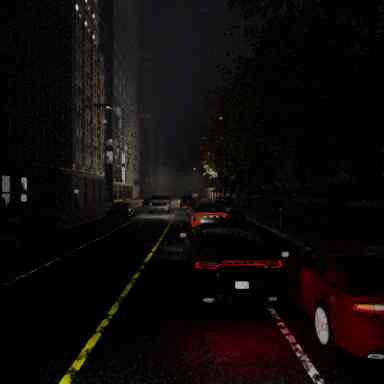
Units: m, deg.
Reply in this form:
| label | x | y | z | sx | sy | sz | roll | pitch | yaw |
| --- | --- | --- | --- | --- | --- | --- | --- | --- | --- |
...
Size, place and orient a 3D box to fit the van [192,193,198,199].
| label | x | y | z | sx | sy | sz | roll | pitch | yaw |
| --- | --- | --- | --- | --- | --- | --- | --- | --- | --- |
| van | 0.877 | 1.103 | 94.976 | 1.690 | 1.788 | 3.998 | 0 | 0 | -1 |

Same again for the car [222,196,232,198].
| label | x | y | z | sx | sy | sz | roll | pitch | yaw |
| --- | --- | --- | --- | --- | --- | --- | --- | --- | --- |
| car | 2.542 | 1.282 | 28.279 | 2.192 | 1.841 | 5.009 | 0 | 0 | -1 |

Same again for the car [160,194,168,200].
| label | x | y | z | sx | sy | sz | roll | pitch | yaw |
| --- | --- | --- | --- | --- | --- | --- | --- | --- | --- |
| car | -7.515 | 1.332 | 89.470 | 2.008 | 1.369 | 4.403 | 0 | 0 | -1 |

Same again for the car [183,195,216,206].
| label | x | y | z | sx | sy | sz | roll | pitch | yaw |
| --- | --- | --- | --- | --- | --- | --- | --- | --- | --- |
| car | 0.700 | 1.327 | 24.378 | 2.097 | 1.767 | 4.553 | 0 | 0 | 1 |

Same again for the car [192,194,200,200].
| label | x | y | z | sx | sy | sz | roll | pitch | yaw |
| --- | --- | --- | --- | --- | --- | --- | --- | --- | --- |
| car | 1.015 | 1.223 | 89.418 | 1.967 | 1.590 | 4.097 | 0 | 0 | -1 |

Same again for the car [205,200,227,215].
| label | x | y | z | sx | sy | sz | roll | pitch | yaw |
| --- | --- | --- | --- | --- | --- | --- | --- | --- | --- |
| car | 2.402 | 1.534 | 33.838 | 1.802 | 1.307 | 4.206 | 0 | 0 | -1 |

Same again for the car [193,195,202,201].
| label | x | y | z | sx | sy | sz | roll | pitch | yaw |
| --- | --- | --- | --- | --- | --- | --- | --- | --- | --- |
| car | 1.291 | 1.371 | 78.302 | 2.008 | 1.369 | 4.403 | 0 | 0 | -1 |

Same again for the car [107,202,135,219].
| label | x | y | z | sx | sy | sz | roll | pitch | yaw |
| --- | --- | --- | --- | --- | --- | --- | --- | --- | --- |
| car | -5.989 | 1.531 | 28.320 | 1.947 | 1.339 | 4.313 | 0 | 0 | -1 |

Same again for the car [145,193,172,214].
| label | x | y | z | sx | sy | sz | roll | pitch | yaw |
| --- | --- | --- | --- | --- | --- | --- | --- | --- | --- |
| car | -3.333 | 1.168 | 35.383 | 2.150 | 2.045 | 5.566 | 0 | 0 | -1 |

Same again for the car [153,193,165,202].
| label | x | y | z | sx | sy | sz | roll | pitch | yaw |
| --- | --- | --- | --- | --- | --- | --- | --- | --- | --- |
| car | -7.098 | 1.151 | 72.793 | 2.192 | 1.841 | 5.009 | 0 | 0 | -1 |

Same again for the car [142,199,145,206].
| label | x | y | z | sx | sy | sz | roll | pitch | yaw |
| --- | --- | --- | --- | --- | --- | --- | --- | --- | --- |
| car | -6.544 | 1.484 | 50.561 | 1.802 | 1.307 | 4.206 | 0 | 0 | -1 |

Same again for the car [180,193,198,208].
| label | x | y | z | sx | sy | sz | roll | pitch | yaw |
| --- | --- | --- | --- | --- | --- | --- | --- | --- | --- |
| car | -0.591 | 1.267 | 46.358 | 2.097 | 1.767 | 4.553 | 0 | 0 | -1 |

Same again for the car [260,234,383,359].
| label | x | y | z | sx | sy | sz | roll | pitch | yaw |
| --- | --- | --- | --- | --- | --- | --- | --- | --- | --- |
| car | 2.702 | 1.544 | 6.056 | 1.887 | 1.381 | 4.507 | 0 | 0 | 0 |

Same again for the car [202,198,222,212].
| label | x | y | z | sx | sy | sz | roll | pitch | yaw |
| --- | --- | --- | --- | --- | --- | --- | --- | --- | --- |
| car | 2.263 | 1.486 | 39.395 | 2.008 | 1.369 | 4.403 | 0 | 0 | -1 |

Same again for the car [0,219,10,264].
| label | x | y | z | sx | sy | sz | roll | pitch | yaw |
| --- | --- | --- | --- | --- | --- | --- | --- | --- | --- |
| car | -5.823 | 1.314 | 6.012 | 2.192 | 1.841 | 5.009 | 0 | 0 | 0 |

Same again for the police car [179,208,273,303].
| label | x | y | z | sx | sy | sz | roll | pitch | yaw |
| --- | --- | --- | --- | --- | --- | --- | --- | --- | --- |
| police car | 0.741 | 1.423 | 8.401 | 1.930 | 1.638 | 5.238 | 0 | 0 | -3 |

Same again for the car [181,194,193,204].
| label | x | y | z | sx | sy | sz | roll | pitch | yaw |
| --- | --- | --- | --- | --- | --- | --- | --- | --- | --- |
| car | -0.937 | 1.228 | 59.585 | 2.097 | 1.767 | 4.553 | 0 | 0 | -1 |

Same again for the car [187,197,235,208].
| label | x | y | z | sx | sy | sz | roll | pitch | yaw |
| --- | --- | --- | --- | --- | --- | --- | --- | --- | --- |
| car | 0.908 | 1.337 | 18.328 | 2.097 | 1.767 | 4.553 | 0 | 0 | 0 |

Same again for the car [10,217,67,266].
| label | x | y | z | sx | sy | sz | roll | pitch | yaw |
| --- | --- | --- | --- | --- | --- | --- | --- | --- | --- |
| car | -5.816 | 1.560 | 11.574 | 1.947 | 1.339 | 4.313 | 0 | 0 | 0 |

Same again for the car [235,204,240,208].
| label | x | y | z | sx | sy | sz | roll | pitch | yaw |
| --- | --- | --- | --- | --- | --- | --- | --- | --- | --- |
| car | 2.653 | 1.561 | 22.713 | 1.802 | 1.307 | 4.206 | 0 | 0 | -1 |
